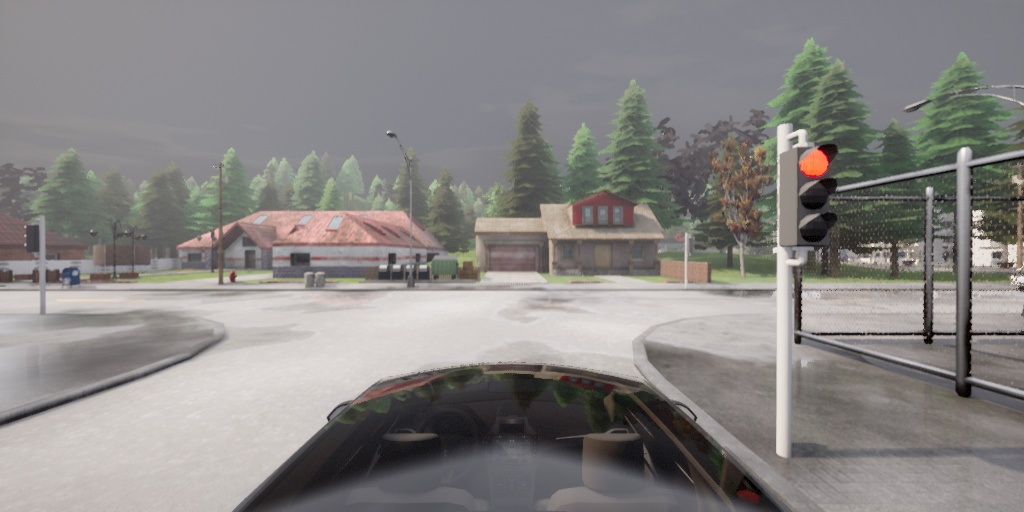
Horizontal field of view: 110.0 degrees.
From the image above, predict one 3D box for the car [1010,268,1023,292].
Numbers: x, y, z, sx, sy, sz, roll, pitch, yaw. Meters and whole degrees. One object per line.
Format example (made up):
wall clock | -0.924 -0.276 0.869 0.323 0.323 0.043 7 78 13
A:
car | 28.532 0.892 17.737 5.566 2.045 2.150 0 0 0
